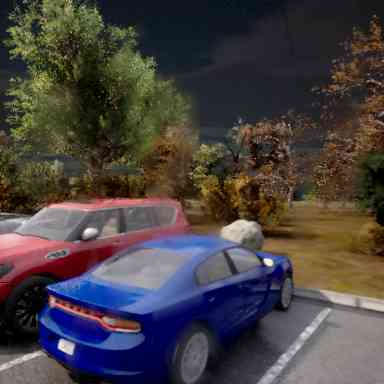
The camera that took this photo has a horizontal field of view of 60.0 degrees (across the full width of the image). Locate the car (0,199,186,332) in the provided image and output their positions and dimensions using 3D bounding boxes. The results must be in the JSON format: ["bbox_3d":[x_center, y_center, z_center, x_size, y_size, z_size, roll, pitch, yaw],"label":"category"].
[{"bbox_3d":[-2.209,1.195,7.141,2.435,2.045,5.566,1,0,35],"label":"car"}]

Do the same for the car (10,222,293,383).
[{"bbox_3d":[0.110,1.473,5.515,2.097,1.535,5.008,1,1,35],"label":"car"}]
